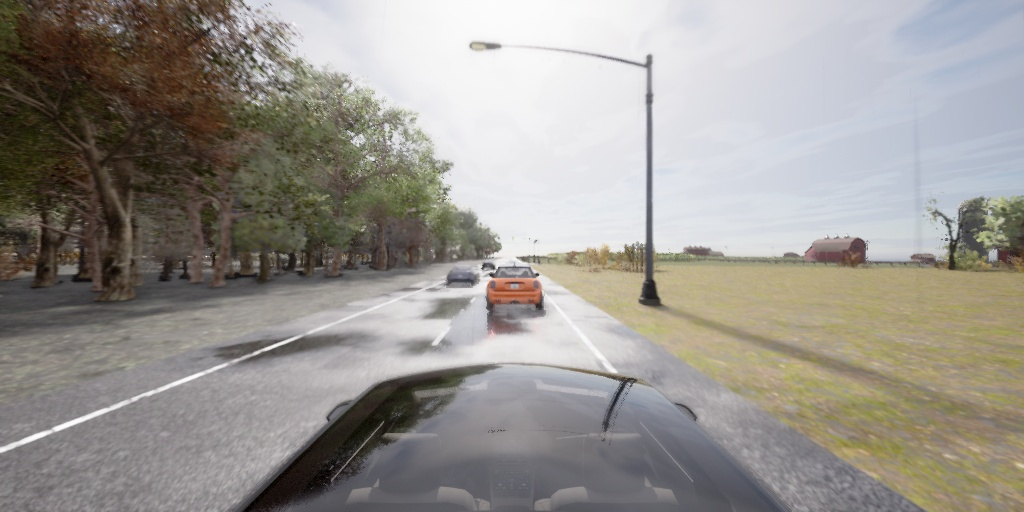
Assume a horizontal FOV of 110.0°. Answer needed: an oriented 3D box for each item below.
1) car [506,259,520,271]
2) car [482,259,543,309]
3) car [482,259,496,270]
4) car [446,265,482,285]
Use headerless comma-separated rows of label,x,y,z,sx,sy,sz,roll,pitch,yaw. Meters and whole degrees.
car,0.086,1.227,49.632,1.812,1.442,4.674,0,0,0
car,0.096,1.093,14.919,2.097,1.767,4.553,0,0,0
car,-3.414,1.222,53.157,1.812,1.442,4.674,0,0,0
car,-3.407,1.293,25.598,1.994,1.385,4.181,0,0,0
